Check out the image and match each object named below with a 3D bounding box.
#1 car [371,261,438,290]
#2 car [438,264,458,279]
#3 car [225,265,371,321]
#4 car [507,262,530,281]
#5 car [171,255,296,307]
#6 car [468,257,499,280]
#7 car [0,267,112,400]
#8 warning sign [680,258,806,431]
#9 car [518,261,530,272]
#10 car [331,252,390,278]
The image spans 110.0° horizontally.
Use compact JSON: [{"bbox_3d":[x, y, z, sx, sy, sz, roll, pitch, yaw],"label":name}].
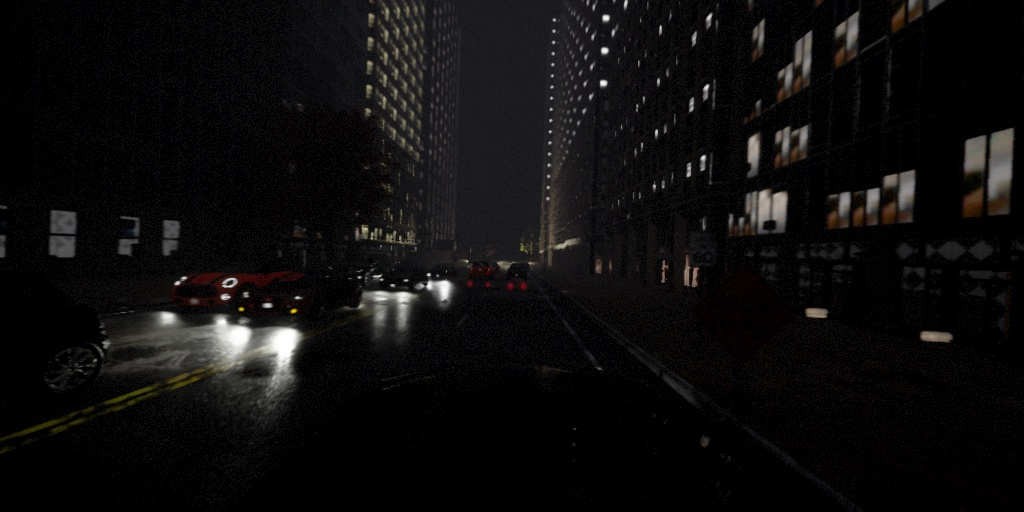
[{"bbox_3d":[-6.338,1.213,21.876,2.033,1.411,5.357,2,0,1],"label":"car"},{"bbox_3d":[-6.148,1.349,32.156,1.895,1.301,4.718,2,0,1],"label":"car"},{"bbox_3d":[-6.502,1.148,11.566,1.994,1.385,4.181,2,0,1],"label":"car"},{"bbox_3d":[0.488,1.496,33.933,2.128,1.511,4.902,2,0,2],"label":"car"},{"bbox_3d":[-9.712,0.831,13.269,2.097,1.767,4.553,2,0,1],"label":"car"},{"bbox_3d":[-2.749,1.238,34.142,2.097,1.767,4.553,2,0,3],"label":"car"},{"bbox_3d":[-6.623,0.868,2.969,2.097,1.767,4.553,2,0,1],"label":"car"},{"bbox_3d":[2.821,0.988,4.528,1.300,1.860,1.060,0,0,1],"label":"warning sign"},{"bbox_3d":[1.969,1.715,59.561,1.882,1.535,5.008,2,0,1],"label":"car"},{"bbox_3d":[-9.552,0.778,23.022,2.150,2.045,5.566,2,0,1],"label":"car"}]
